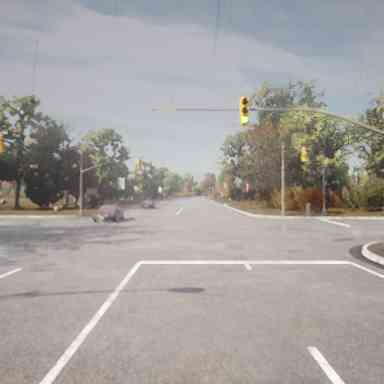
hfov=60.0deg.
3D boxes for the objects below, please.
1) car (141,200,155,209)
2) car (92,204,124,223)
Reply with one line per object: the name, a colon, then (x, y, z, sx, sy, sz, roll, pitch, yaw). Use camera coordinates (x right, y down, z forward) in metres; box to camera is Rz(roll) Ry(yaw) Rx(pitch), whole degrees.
car: (-6.952, 1.987, 53.226, 1.812, 1.442, 4.674, 0, 0, 0)
car: (-6.979, 1.779, 28.165, 1.812, 1.442, 4.674, 0, 0, 0)
